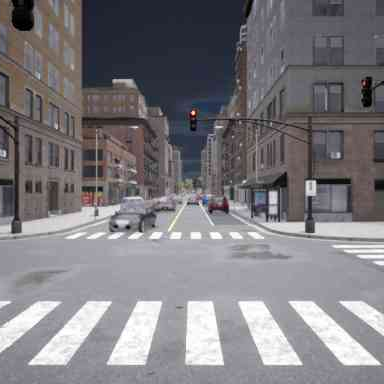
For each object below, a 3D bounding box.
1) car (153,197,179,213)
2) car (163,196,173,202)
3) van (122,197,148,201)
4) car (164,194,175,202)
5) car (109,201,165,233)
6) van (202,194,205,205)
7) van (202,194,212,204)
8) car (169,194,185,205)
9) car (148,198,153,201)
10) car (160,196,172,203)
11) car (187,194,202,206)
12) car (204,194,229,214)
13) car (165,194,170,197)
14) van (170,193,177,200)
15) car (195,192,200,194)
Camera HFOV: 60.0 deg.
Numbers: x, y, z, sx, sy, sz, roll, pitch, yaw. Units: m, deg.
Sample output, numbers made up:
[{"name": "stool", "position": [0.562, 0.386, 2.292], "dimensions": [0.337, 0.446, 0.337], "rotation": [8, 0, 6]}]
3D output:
[{"name": "car", "position": [-2.778, 1.559, 36.372], "dimensions": [1.994, 1.385, 4.181], "rotation": [0, 0, 0]}, {"name": "car", "position": [-5.253, 1.554, 73.235], "dimensions": [1.947, 1.339, 4.313], "rotation": [0, 0, 0]}, {"name": "van", "position": [-5.351, 1.338, 29.985], "dimensions": [1.690, 1.788, 3.998], "rotation": [0, 0, 0]}, {"name": "car", "position": [-5.241, 1.302, 78.641], "dimensions": [2.192, 1.841, 5.009], "rotation": [0, 0, 0]}, {"name": "car", "position": [-3.309, 1.489, 19.588], "dimensions": [2.128, 1.511, 4.902], "rotation": [0, 0, 7]}, {"name": "van", "position": [2.790, 1.334, 51.595], "dimensions": [1.690, 1.788, 3.998], "rotation": [0, 0, 0]}, {"name": "van", "position": [2.802, 1.331, 62.408], "dimensions": [1.690, 1.788, 3.998], "rotation": [0, 0, 0]}, {"name": "car", "position": [-2.642, 1.517, 58.602], "dimensions": [1.812, 1.442, 4.674], "rotation": [0, 0, 0]}, {"name": "car", "position": [-5.326, 1.561, 40.797], "dimensions": [1.947, 1.339, 4.313], "rotation": [0, 0, 0]}, {"name": "car", "position": [-5.265, 1.540, 67.828], "dimensions": [2.008, 1.369, 4.403], "rotation": [0, 0, 0]}, {"name": "car", "position": [0.165, 1.556, 55.492], "dimensions": [1.994, 1.385, 4.181], "rotation": [0, 0, 1]}, {"name": "car", "position": [2.773, 1.311, 35.376], "dimensions": [2.192, 1.841, 5.009], "rotation": [0, 0, 0]}, {"name": "car", "position": [-5.278, 1.516, 62.253], "dimensions": [1.752, 1.417, 4.829], "rotation": [0, 0, 0]}, {"name": "van", "position": [-5.204, 1.324, 94.860], "dimensions": [1.690, 1.788, 3.998], "rotation": [0, 0, 0]}, {"name": "car", "position": [2.429, 1.338, 84.891], "dimensions": [2.097, 1.767, 4.553], "rotation": [0, 0, 0]}]
